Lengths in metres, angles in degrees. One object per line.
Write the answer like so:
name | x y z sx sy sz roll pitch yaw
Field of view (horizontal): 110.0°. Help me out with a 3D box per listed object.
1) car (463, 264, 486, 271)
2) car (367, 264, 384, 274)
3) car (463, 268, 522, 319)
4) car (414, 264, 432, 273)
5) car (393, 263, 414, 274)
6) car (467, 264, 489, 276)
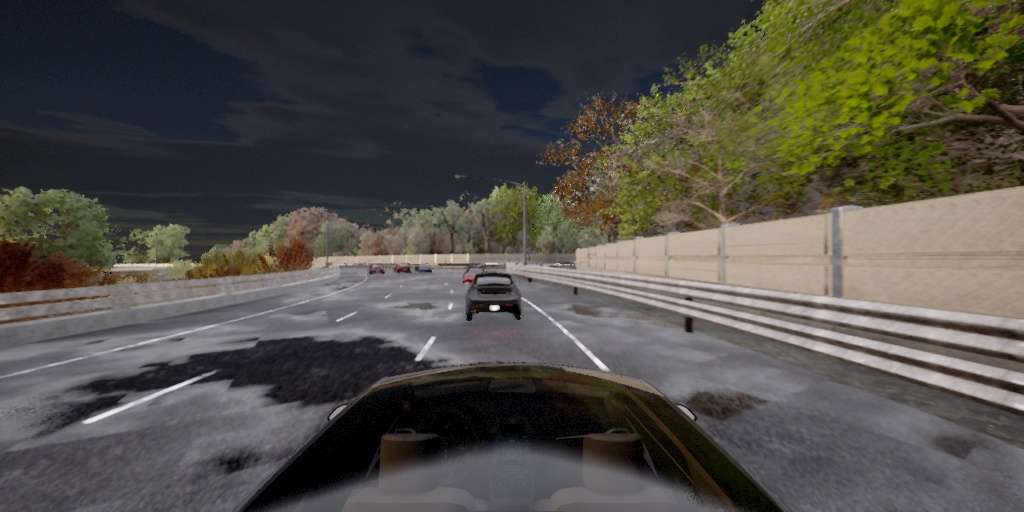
car | -3.026 1.593 29.500 1.994 1.385 4.181 0 -1 -9
car | -19.542 1.865 51.415 1.812 1.442 4.674 0 -1 -28
car | -0.735 1.368 13.376 1.837 1.490 4.892 0 -1 -5
car | -13.905 1.906 55.599 1.994 1.385 4.181 0 -1 -29
car | -16.094 1.804 52.365 1.882 1.535 5.008 0 -1 -27
car | -4.214 1.745 44.955 1.994 1.385 4.181 -1 -1 4
